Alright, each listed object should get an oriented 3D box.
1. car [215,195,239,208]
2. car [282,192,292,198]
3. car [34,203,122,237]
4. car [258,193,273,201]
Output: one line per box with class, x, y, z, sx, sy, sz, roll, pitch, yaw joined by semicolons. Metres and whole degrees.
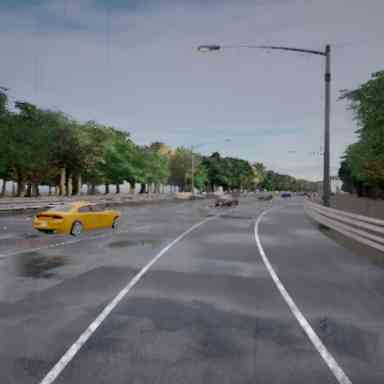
car;4.120;1.077;39.267;1.812;1.442;4.674;0;1;24
car;24.656;0.657;86.144;1.882;1.535;5.008;0;0;24
car;-5.569;1.272;17.003;1.882;1.535;5.008;0;1;24
car;13.375;0.870;60.482;2.033;1.411;5.357;0;1;24
